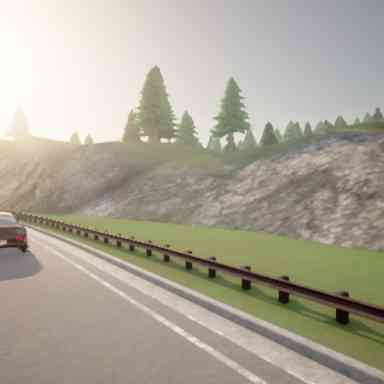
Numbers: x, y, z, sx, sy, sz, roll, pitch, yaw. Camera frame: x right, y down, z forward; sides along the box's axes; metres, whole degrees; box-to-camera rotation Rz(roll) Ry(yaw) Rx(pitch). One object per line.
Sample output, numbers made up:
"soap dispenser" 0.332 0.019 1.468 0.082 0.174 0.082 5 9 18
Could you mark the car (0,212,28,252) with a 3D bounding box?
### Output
"car" -7.630 1.482 12.783 1.812 1.442 4.674 0 0 -37
